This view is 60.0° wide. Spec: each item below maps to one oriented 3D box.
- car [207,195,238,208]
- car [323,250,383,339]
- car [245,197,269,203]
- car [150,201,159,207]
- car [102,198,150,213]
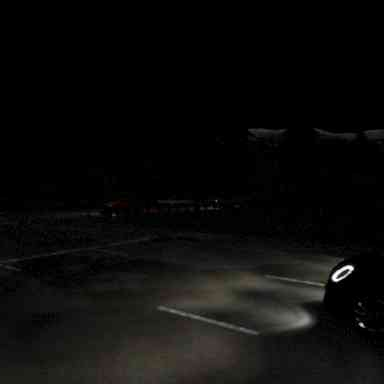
[{"bbox_3d":[4.266,1.291,47.022,4.553,1.767,2.097,0,0,-36],"label":"car"},{"bbox_3d":[4.470,1.352,5.059,4.553,1.767,2.097,0,0,36],"label":"car"},{"bbox_3d":[10.512,1.542,55.483,4.718,1.301,1.895,0,0,-30],"label":"car"},{"bbox_3d":[-6.704,1.464,42.143,5.357,1.411,2.033,0,0,-45],"label":"car"},{"bbox_3d":[-7.367,1.404,36.265,1.882,1.535,5.008,0,0,42],"label":"car"}]
